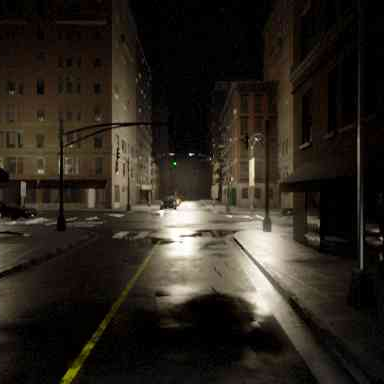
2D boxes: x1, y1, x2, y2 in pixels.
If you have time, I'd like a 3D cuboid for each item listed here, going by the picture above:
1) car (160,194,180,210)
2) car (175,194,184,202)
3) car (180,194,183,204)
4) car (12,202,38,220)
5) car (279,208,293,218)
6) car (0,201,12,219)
[{"bbox_3d":[-3.052,1.417,43.929,2.097,1.767,4.553,0,0,-1],"label":"car"},{"bbox_3d":[-2.912,1.369,77.954,2.097,1.767,4.553,0,0,0],"label":"car"},{"bbox_3d":[-3.064,1.428,53.570,2.097,1.767,4.553,0,0,0],"label":"car"},{"bbox_3d":[-15.021,1.376,25.997,5.357,1.411,2.033,1,0,4],"label":"car"},{"bbox_3d":[10.975,1.855,32.586,4.718,1.301,1.895,1,0,0],"label":"car"},{"bbox_3d":[-15.447,1.321,22.723,4.892,1.490,1.837,1,0,0],"label":"car"}]
